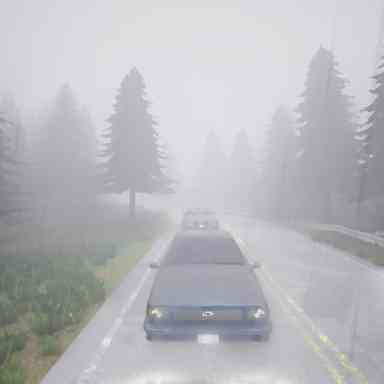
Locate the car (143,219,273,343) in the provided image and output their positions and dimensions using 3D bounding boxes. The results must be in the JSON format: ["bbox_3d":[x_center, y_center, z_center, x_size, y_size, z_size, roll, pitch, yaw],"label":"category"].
[{"bbox_3d":[0.255,1.557,7.059,2.033,1.411,5.357,0,0,1],"label":"car"}]

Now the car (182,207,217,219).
[{"bbox_3d":[0.412,1.582,19.144,1.994,1.385,4.181,0,0,-2],"label":"car"}]
